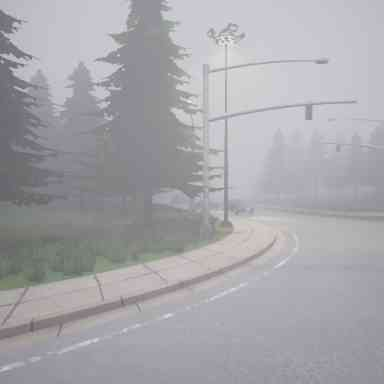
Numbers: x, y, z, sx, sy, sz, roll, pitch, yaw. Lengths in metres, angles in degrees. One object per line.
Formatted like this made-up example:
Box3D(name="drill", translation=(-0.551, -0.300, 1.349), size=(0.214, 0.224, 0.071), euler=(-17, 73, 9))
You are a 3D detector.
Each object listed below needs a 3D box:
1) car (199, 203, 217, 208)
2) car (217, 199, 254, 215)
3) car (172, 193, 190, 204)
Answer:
Box3D(name="car", translation=(2.064, 1.601, 43.922), size=(1.895, 1.301, 4.718), euler=(0, 0, -16))
Box3D(name="car", translation=(4.717, 1.491, 34.282), size=(2.128, 1.511, 4.902), euler=(0, 0, -15))
Box3D(name="car", translation=(-2.034, 1.222, 57.958), size=(2.150, 2.045, 5.566), euler=(0, 0, -17))
